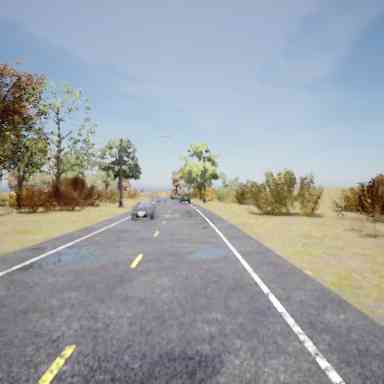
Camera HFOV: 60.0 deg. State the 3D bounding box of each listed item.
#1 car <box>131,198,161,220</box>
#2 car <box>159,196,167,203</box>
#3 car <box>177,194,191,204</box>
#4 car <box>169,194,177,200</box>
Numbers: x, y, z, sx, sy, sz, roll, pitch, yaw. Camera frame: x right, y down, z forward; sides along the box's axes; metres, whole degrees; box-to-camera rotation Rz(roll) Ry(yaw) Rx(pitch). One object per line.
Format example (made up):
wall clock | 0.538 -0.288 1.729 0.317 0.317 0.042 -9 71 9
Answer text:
car | -4.090 1.576 28.677 2.128 1.511 4.902 0 0 -2
car | -6.261 1.654 70.233 1.812 1.442 4.674 0 0 -4
car | -1.426 1.368 69.006 2.150 2.045 5.566 0 0 -4
car | -4.343 1.528 88.902 1.994 1.385 4.181 0 0 -6
